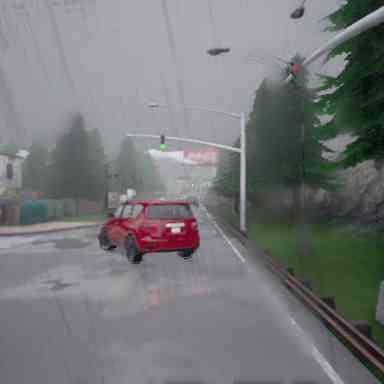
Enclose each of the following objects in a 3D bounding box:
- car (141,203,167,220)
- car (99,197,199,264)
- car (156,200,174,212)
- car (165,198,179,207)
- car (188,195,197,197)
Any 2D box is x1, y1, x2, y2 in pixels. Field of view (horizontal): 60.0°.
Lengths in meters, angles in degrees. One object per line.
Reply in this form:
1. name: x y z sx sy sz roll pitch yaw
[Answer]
1. car: -3.588 1.783 31.837 1.994 1.385 4.181 0 0 0
2. car: -1.803 1.328 12.620 2.150 2.045 5.566 1 -1 -29
3. car: -3.574 1.870 44.731 1.994 1.385 4.181 0 0 0
4. car: -3.535 1.899 59.705 2.128 1.511 4.902 0 0 0
5. car: 0.010 1.641 61.226 2.150 2.045 5.566 0 0 0
